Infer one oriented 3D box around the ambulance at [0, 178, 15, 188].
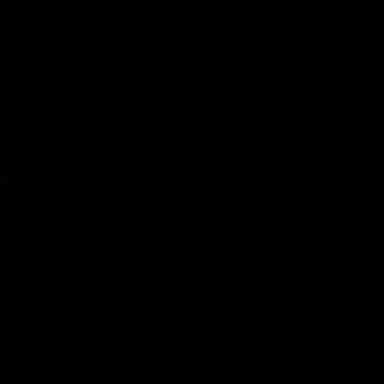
[{"bbox_3d":[-47.130,-2.190,81.576,2.351,2.431,6.366,1,1,35],"label":"ambulance"}]
